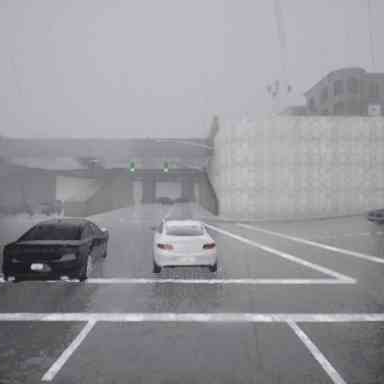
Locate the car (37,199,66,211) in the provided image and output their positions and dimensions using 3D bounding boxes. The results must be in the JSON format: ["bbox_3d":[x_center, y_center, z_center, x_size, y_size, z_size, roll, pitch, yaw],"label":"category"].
[{"bbox_3d":[-18.547,1.673,44.031,1.837,1.490,4.892,0,0,-1],"label":"car"}]

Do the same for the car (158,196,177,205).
[{"bbox_3d":[-4.754,1.814,65.682,1.994,1.385,4.181,0,0,6],"label":"car"}]

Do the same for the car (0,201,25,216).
[{"bbox_3d":[-18.318,1.680,34.548,2.033,1.411,5.357,0,0,-1],"label":"car"}]

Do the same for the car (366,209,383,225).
[{"bbox_3d":[12.265,1.082,18.319,4.718,1.301,1.895,-6,0,0],"label":"car"}]

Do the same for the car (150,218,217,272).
[{"bbox_3d":[-0.370,1.594,10.966,1.812,1.442,4.674,0,0,-7],"label":"car"}]

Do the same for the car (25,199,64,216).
[{"bbox_3d":[-14.801,1.656,33.956,1.812,1.442,4.674,0,0,-1],"label":"car"}]

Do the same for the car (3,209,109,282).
[{"bbox_3d":[-3.745,1.533,10.020,1.882,1.535,5.008,0,0,-5],"label":"car"}]

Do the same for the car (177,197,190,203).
[{"bbox_3d":[-2.194,1.839,75.185,1.994,1.385,4.181,0,0,28],"label":"car"}]
